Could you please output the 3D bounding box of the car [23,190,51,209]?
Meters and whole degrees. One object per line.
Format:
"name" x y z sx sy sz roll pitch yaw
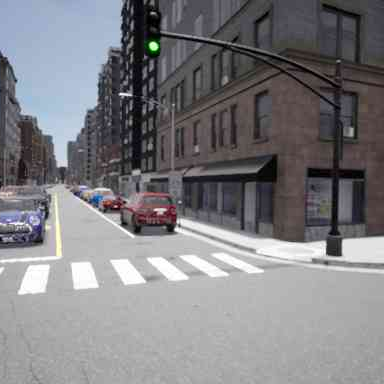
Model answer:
"car" -14.495 0.633 31.395 2.128 1.511 4.902 1 1 -22

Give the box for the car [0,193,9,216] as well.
"car" -14.467 0.817 23.986 1.752 1.417 4.829 1 1 -22

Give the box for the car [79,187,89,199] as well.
"car" -13.191 0.448 43.215 1.752 1.417 4.829 1 1 -22

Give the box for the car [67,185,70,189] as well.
"car" -28.248 -0.617 79.632 1.967 1.590 4.097 0 1 -22

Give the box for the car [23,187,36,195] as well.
"car" -29.650 -0.175 60.714 1.887 1.381 4.507 1 1 -22

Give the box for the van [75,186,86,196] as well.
"van" -17.443 -0.020 53.505 1.690 1.788 3.998 1 1 -22

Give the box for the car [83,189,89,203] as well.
"car" -10.967 0.652 37.832 1.802 1.307 4.206 1 1 -22

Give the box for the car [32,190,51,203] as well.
"car" -17.818 0.519 39.564 1.895 1.301 4.718 0 1 -22

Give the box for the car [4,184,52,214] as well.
"car" -10.767 0.611 22.249 2.150 2.045 5.566 1 1 -22

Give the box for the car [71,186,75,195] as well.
"car" -19.603 -0.191 58.730 2.192 1.841 5.009 1 1 -22

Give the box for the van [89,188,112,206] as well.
"van" -8.802 0.555 32.602 1.690 1.788 3.998 1 1 -22

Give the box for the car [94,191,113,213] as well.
"car" -6.645 0.901 27.380 1.887 1.381 4.507 1 1 -22

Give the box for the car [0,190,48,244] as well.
"car" -7.116 0.981 13.431 2.097 1.767 4.553 0 1 -22

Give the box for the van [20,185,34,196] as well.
"van" -27.487 -0.233 55.486 1.690 1.788 3.998 1 1 -22

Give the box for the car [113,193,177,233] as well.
"car" -2.320 0.955 16.924 2.192 1.841 5.009 1 1 -22

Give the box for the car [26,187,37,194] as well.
"car" -31.811 -0.279 65.939 1.802 1.307 4.206 1 1 -22

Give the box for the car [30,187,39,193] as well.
"car" -36.131 -0.543 76.384 1.802 1.307 4.206 0 1 -22

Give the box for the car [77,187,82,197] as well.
"car" -15.288 0.365 48.285 1.802 1.307 4.206 1 1 -22

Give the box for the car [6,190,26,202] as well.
"car" -21.012 0.440 39.817 1.802 1.307 4.206 1 1 -22

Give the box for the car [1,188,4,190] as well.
"car" -16.627 0.675 29.211 1.752 1.417 4.829 1 1 -22
